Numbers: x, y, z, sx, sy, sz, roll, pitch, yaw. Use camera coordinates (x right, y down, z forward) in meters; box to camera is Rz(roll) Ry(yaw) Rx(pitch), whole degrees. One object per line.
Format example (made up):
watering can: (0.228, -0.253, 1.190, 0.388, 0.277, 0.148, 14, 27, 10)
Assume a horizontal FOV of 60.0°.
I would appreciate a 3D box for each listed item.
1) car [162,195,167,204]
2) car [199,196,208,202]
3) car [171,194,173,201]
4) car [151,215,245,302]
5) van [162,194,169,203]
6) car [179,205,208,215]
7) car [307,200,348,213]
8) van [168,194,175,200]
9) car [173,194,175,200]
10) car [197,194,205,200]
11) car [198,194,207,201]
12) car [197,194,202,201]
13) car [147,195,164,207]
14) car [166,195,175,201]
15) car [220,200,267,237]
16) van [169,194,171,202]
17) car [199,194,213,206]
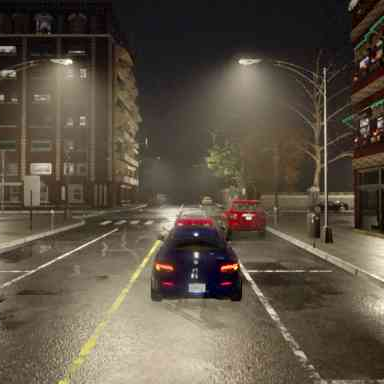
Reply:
car: (-5.768, 1.616, 56.113, 1.802, 1.307, 4.206, 1, 0, 0)
car: (2.576, 1.622, 78.274, 1.947, 1.339, 4.313, 1, 0, 0)
car: (-5.794, 1.632, 72.730, 1.802, 1.307, 4.206, 1, 0, 0)
car: (0.088, 1.528, 8.157, 1.812, 1.442, 4.674, 0, 0, 0)
van: (-5.772, 1.380, 61.652, 1.690, 1.788, 3.998, 1, 0, 0)
car: (0.071, 1.608, 17.912, 1.895, 1.301, 4.718, 0, 0, 0)
car: (15.153, 1.607, 37.144, 4.313, 1.339, 1.947, 0, -1, 0)
van: (-5.826, 1.417, 94.884, 1.690, 1.788, 3.998, 1, 0, 0)
car: (-5.803, 1.606, 78.268, 2.008, 1.369, 4.403, 1, 0, 0)
car: (2.554, 1.391, 94.887, 2.192, 1.841, 5.009, 1, 0, 0)
car: (2.572, 1.377, 83.812, 2.192, 1.841, 5.009, 1, 0, 0)
car: (2.586, 1.601, 72.735, 2.008, 1.369, 4.403, 1, 0, 0)
car: (-5.759, 1.612, 50.576, 1.802, 1.307, 4.206, 1, 0, 0)
car: (-5.821, 1.620, 89.346, 2.008, 1.369, 4.403, 1, 0, 0)
car: (2.679, 1.322, 18.091, 2.192, 1.841, 5.009, 1, 0, 0)
van: (-5.781, 1.385, 67.191, 1.690, 1.788, 3.998, 1, 0, 0)
car: (2.613, 1.560, 56.291, 1.752, 1.417, 4.829, 1, 0, 0)
